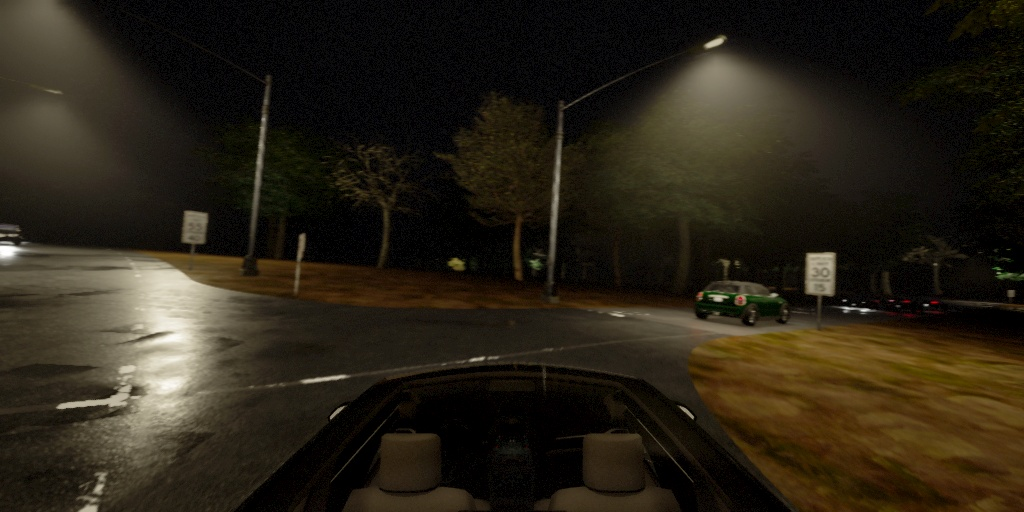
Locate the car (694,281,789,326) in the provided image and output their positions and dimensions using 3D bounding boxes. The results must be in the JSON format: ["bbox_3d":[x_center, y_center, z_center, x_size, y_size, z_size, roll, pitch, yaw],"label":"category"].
[{"bbox_3d":[9.918,1.899,15.360,4.553,1.767,2.097,5,-3,-34],"label":"car"}]

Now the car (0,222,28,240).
[{"bbox_3d":[-49.165,-2.456,34.920,4.902,1.511,2.128,3,-3,34],"label":"car"}]

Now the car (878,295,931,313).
[{"bbox_3d":[35.404,4.281,32.289,4.902,1.511,2.128,5,-3,-33],"label":"car"}]

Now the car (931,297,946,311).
[{"bbox_3d":[45.554,5.148,39.095,4.674,1.442,1.812,4,-2,-33],"label":"car"}]

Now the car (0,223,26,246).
[{"bbox_3d":[-35.587,-1.562,24.922,4.902,1.511,2.128,3,-2,38],"label":"car"}]

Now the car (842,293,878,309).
[{"bbox_3d":[34.754,4.421,35.559,5.357,1.411,2.033,5,-3,-33],"label":"car"}]
